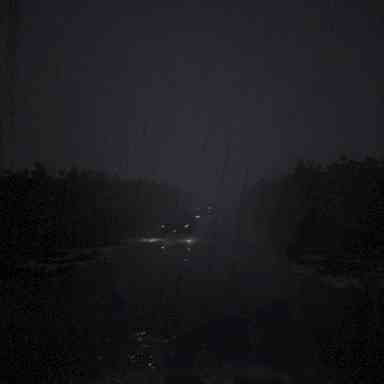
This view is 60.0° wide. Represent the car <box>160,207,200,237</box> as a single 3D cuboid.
[{"bbox_3d":[-0.782,1.976,21.272,1.812,1.442,4.674,-1,-1,6],"label":"car"}]

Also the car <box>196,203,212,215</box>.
[{"bbox_3d":[1.729,2.297,46.389,2.097,1.767,4.553,-1,-2,6],"label":"car"}]
